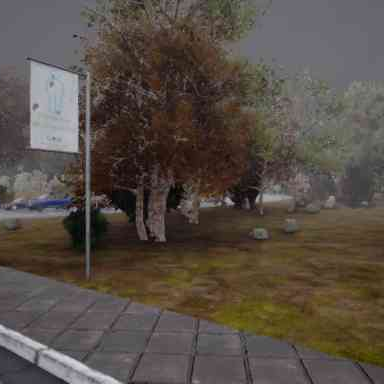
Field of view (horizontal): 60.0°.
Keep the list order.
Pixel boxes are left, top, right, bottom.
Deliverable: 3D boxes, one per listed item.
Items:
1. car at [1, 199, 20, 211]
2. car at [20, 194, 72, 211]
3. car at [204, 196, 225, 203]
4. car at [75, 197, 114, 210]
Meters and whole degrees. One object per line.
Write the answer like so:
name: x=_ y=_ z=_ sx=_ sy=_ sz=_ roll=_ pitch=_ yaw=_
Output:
car: x=-20.819 y=1.497 z=41.105 sx=1.837 sy=1.490 sz=4.892 roll=0 pitch=0 yaw=38
car: x=-17.119 y=1.211 z=40.129 sx=2.150 sy=2.045 sz=5.566 roll=0 pitch=0 yaw=39
car: x=4.360 y=1.376 z=63.083 sx=2.033 sy=1.411 sz=5.357 roll=0 pitch=0 yaw=33
car: x=-11.720 y=1.581 z=40.982 sx=1.895 sy=1.301 sz=4.718 roll=0 pitch=0 yaw=38
